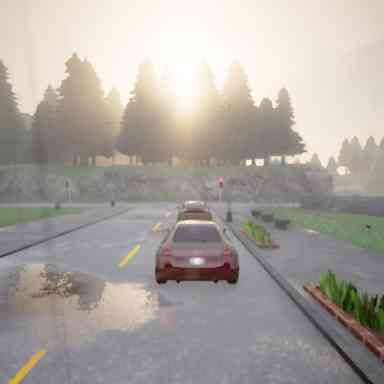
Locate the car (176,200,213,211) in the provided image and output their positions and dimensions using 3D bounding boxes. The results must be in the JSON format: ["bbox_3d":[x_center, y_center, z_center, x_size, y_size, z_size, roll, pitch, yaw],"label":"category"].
[{"bbox_3d":[0.143,1.240,19.159,1.837,1.490,4.892,0,1,0],"label":"car"}]

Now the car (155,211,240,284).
[{"bbox_3d":[0.120,1.436,9.194,1.994,1.385,4.181,0,1,0],"label":"car"}]
